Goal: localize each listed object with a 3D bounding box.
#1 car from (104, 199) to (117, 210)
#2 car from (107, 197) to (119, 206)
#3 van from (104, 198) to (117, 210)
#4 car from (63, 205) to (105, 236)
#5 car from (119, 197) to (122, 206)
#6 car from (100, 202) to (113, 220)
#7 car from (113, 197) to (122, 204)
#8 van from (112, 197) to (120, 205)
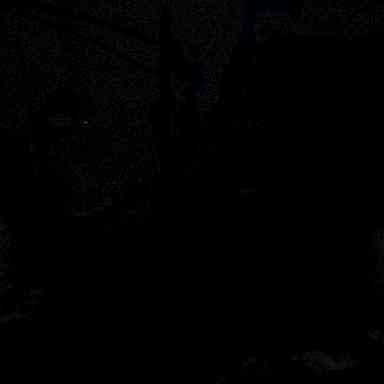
[{"bbox_3d":[-10.749,1.957,41.706,1.887,1.381,4.507,-1,0,-11],"label":"car"},{"bbox_3d":[-11.802,1.906,47.138,1.967,1.590,4.097,-1,0,-11],"label":"car"},{"bbox_3d":[-12.855,1.861,52.570,1.690,1.788,3.998,-1,0,-11],"label":"van"},{"bbox_3d":[-6.545,1.743,19.980,1.887,1.381,4.507,-1,0,-11],"label":"car"},{"bbox_3d":[-14.952,2.178,63.432,2.008,1.369,4.403,-1,0,-11],"label":"car"},{"bbox_3d":[-8.646,1.888,30.843,1.802,1.307,4.206,-1,0,-11],"label":"car"},{"bbox_3d":[-20.212,2.212,90.591,2.192,1.841,5.009,-1,0,-11],"label":"car"},{"bbox_3d":[-18.110,2.130,79.727,1.690,1.788,3.998,-1,0,-11],"label":"van"}]
